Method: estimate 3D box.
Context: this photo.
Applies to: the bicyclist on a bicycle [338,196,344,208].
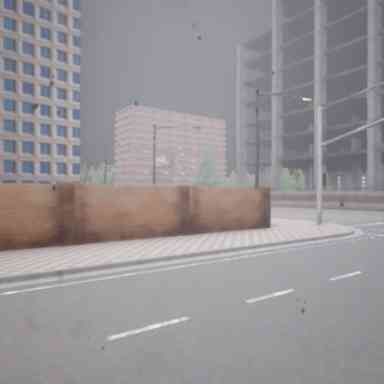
[{"bbox_3d":[21.181,1.422,47.223,1.656,1.620,0.582,0,0,-35],"label":"bicyclist on a bicycle"}]
